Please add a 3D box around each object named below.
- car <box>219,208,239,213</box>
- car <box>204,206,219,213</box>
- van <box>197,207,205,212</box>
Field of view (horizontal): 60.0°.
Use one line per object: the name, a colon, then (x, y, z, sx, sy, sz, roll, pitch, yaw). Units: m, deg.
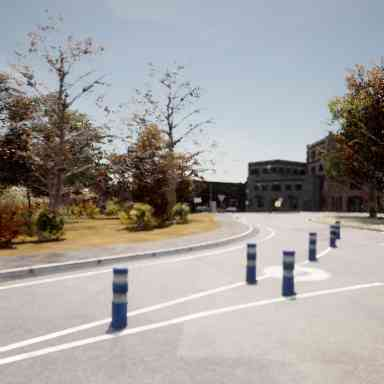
car: (9.014, 4.341, 77.306, 2.002, 1.452, 4.674, 4, -6, -33)
car: (5.966, 4.676, 81.867, 2.163, 1.488, 4.792, 2, -5, -33)
van: (2.863, 4.775, 86.549, 1.878, 1.987, 4.442, 2, -5, -33)
